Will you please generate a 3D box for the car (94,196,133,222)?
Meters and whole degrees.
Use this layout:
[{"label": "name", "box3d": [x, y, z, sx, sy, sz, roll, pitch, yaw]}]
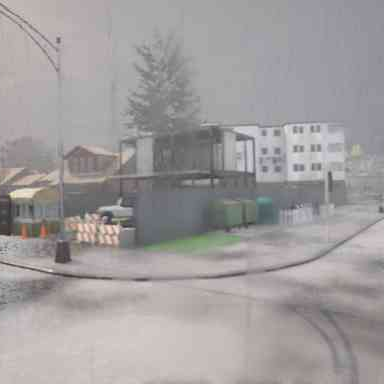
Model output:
[{"label": "car", "box3d": [-4.571, 1.177, 22.390, 3.866, 1.878, 1.905, -1, 0, -19]}]
